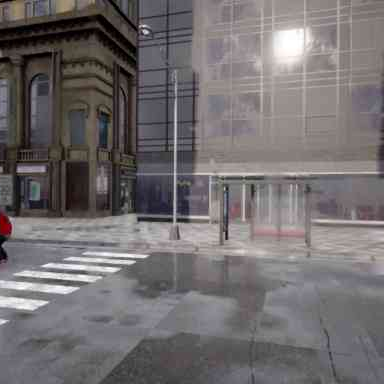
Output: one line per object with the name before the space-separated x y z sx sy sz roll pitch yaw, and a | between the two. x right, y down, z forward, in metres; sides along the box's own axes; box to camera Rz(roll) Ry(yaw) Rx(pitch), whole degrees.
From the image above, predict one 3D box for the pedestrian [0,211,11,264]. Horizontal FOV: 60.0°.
pedestrian | -5.839 1.279 10.022 0.375 1.860 0.375 1 1 16
